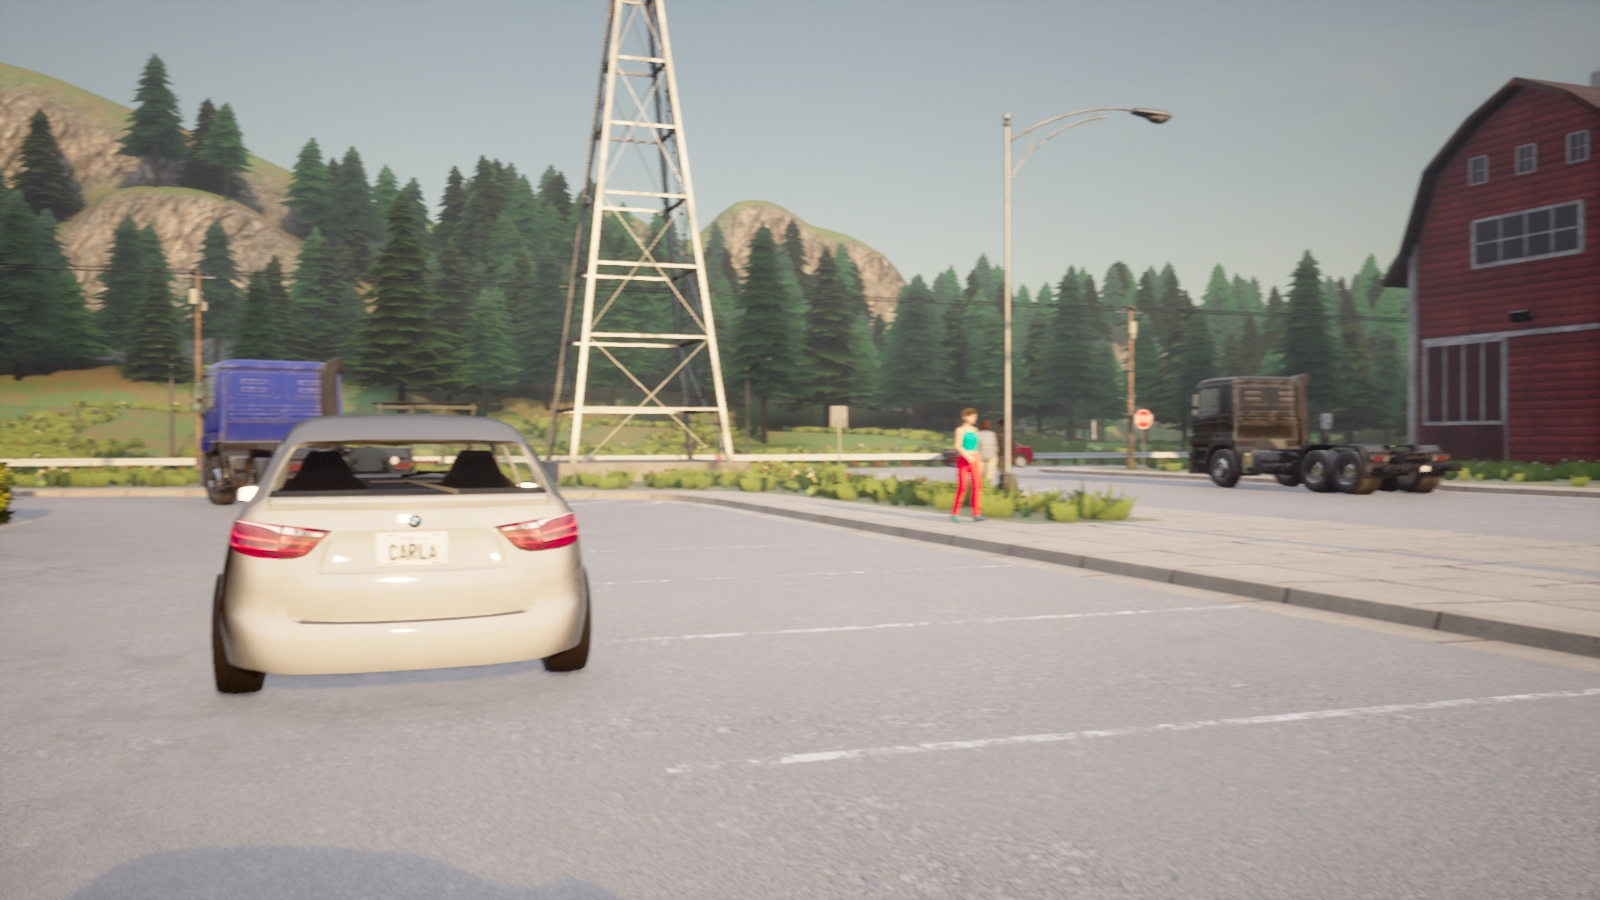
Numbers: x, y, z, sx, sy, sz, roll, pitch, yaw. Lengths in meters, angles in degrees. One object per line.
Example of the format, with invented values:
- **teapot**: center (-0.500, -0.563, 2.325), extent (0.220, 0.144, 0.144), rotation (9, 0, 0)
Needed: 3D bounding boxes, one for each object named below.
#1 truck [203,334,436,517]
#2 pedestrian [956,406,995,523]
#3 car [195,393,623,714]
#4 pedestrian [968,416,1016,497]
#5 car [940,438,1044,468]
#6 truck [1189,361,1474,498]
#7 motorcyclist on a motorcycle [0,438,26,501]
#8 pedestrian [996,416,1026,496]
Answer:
- **truck**: center (-10.864, -0.483, 27.798), extent (2.891, 3.462, 7.936), rotation (0, 1, -36)
- **pedestrian**: center (2.780, 0.224, 19.914), extent (0.345, 1.836, 0.594), rotation (0, 1, -27)
- **car**: center (-2.867, 0.511, 9.071), extent (2.242, 1.667, 4.611), rotation (0, 1, -20)
- **pedestrian**: center (4.432, 0.142, 29.046), extent (0.874, 1.855, 0.900), rotation (0, 1, -10)
- **car**: center (9.950, 0.144, 65.042), extent (5.008, 1.535, 1.882), rotation (0, 1, -20)
- **truck**: center (14.894, -0.559, 36.048), extent (2.891, 3.462, 7.936), rotation (0, 1, -20)
- **motorcyclist on a motorcycle**: center (-20.091, 0.460, 30.490), extent (2.044, 1.523, 0.797), rotation (0, 0, -8)
- **pedestrian**: center (4.949, 0.138, 29.474), extent (0.431, 1.840, 0.703), rotation (0, 1, -19)
